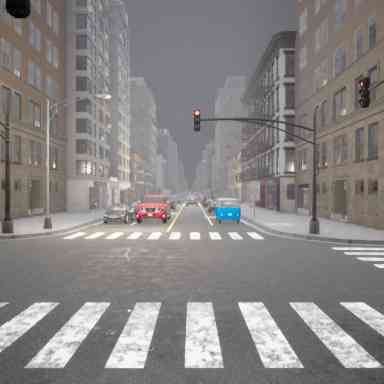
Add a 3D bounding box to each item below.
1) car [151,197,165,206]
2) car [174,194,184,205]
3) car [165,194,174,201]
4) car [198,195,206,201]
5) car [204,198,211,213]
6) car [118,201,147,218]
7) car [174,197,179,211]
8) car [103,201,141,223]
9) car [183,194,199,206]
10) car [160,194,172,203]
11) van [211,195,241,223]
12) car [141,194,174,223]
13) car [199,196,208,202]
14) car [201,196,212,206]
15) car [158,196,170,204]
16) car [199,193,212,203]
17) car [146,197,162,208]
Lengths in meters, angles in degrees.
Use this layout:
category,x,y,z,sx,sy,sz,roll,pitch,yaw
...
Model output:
category,x,y,z,sx,sy,sz,roll,pitch,yaw
car,-5.409,1.556,53.367,1.947,1.339,4.313,0,0,0
car,-2.776,1.506,59.088,1.837,1.490,4.892,0,0,0
car,-5.421,1.409,81.775,1.967,1.590,4.097,0,0,0
car,2.602,1.531,87.463,1.947,1.339,4.313,0,0,0
car,2.622,1.580,36.331,1.802,1.307,4.206,0,0,0
car,-5.401,1.543,30.638,1.887,1.381,4.507,0,0,0
car,-2.864,1.597,39.709,1.895,1.301,4.718,0,0,0
car,-5.399,1.549,24.957,2.008,1.369,4.403,0,0,0
car,-0.023,1.537,54.681,2.033,1.411,5.357,0,0,0
car,-5.416,1.293,70.411,2.192,1.841,5.009,0,0,0
van,2.626,1.340,24.969,1.690,1.788,3.998,0,0,0
car,-2.858,1.220,25.637,2.150,2.045,5.566,0,0,0
car,2.607,1.524,76.100,2.008,1.369,4.403,0,0,0
car,2.618,1.576,47.694,1.802,1.307,4.206,0,0,0
car,-5.414,1.548,64.730,1.947,1.339,4.313,0,0,0
car,2.616,1.305,53.375,2.192,1.841,5.009,0,0,0
car,-5.407,1.520,47.515,1.752,1.417,4.829,0,0,0
